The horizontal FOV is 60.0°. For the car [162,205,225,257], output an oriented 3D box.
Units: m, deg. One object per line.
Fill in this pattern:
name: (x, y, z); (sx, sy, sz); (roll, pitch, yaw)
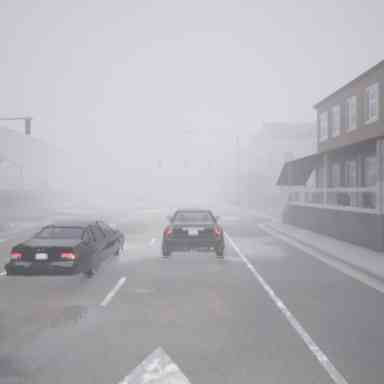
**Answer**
car: (0.060, 1.336, 12.960); (2.097, 1.767, 4.553); (0, 0, 0)

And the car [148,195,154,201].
car: (-10.519, 1.399, 82.256); (1.812, 1.442, 4.674); (0, 0, 0)

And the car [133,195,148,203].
car: (-10.519, 1.396, 66.584); (1.882, 1.535, 5.008); (0, 0, 0)

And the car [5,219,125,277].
car: (-3.461, 1.535, 10.202); (2.033, 1.411, 5.357); (0, 0, 1)
